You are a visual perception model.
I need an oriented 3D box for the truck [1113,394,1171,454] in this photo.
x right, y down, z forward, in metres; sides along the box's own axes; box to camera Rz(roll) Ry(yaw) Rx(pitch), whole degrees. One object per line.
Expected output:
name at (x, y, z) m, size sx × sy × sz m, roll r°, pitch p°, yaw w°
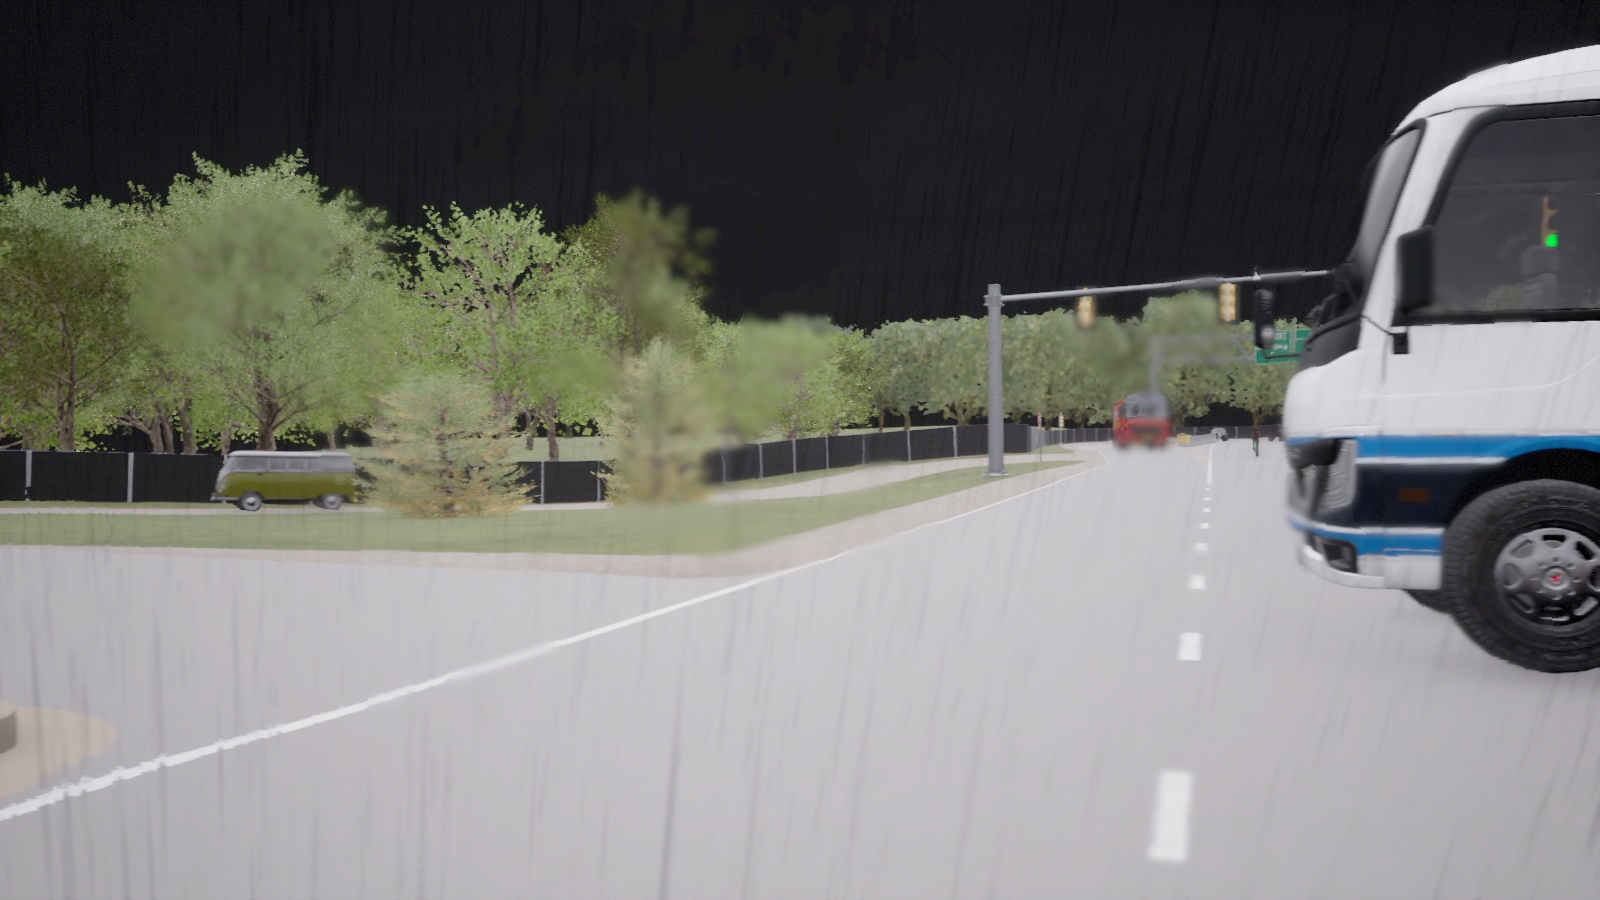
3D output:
truck at (23.055, -1.712, 84.962) m, size 2.891 × 3.827 × 8.468 m, roll 0°, pitch 0°, yaw 9°

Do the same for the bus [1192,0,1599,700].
bus at (8.079, -0.632, 8.574) m, size 10.273 × 4.253 × 3.944 m, roll 0°, pitch 0°, yaw 17°

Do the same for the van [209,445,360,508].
van at (-17.203, 0.904, 41.975) m, size 4.442 × 1.987 × 1.775 m, roll 2°, pitch -1°, yaw -30°
